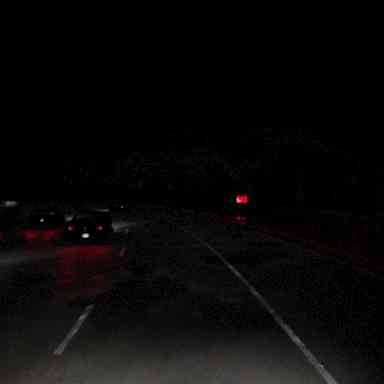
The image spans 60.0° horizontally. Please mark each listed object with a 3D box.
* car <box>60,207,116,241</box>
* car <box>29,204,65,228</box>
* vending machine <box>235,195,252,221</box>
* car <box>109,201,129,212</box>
[{"bbox_3d":[-5.183,1.685,17.190,1.895,1.301,4.718,0,0,-10],"label":"car"},{"bbox_3d":[-10.245,1.629,23.738,2.128,1.511,4.902,0,0,-14],"label":"car"},{"bbox_3d":[4.265,1.279,27.419,1.100,2.100,0.880,0,0,-15],"label":"vending machine"},{"bbox_3d":[-9.199,1.789,41.743,1.994,1.385,4.181,0,0,-24],"label":"car"}]
